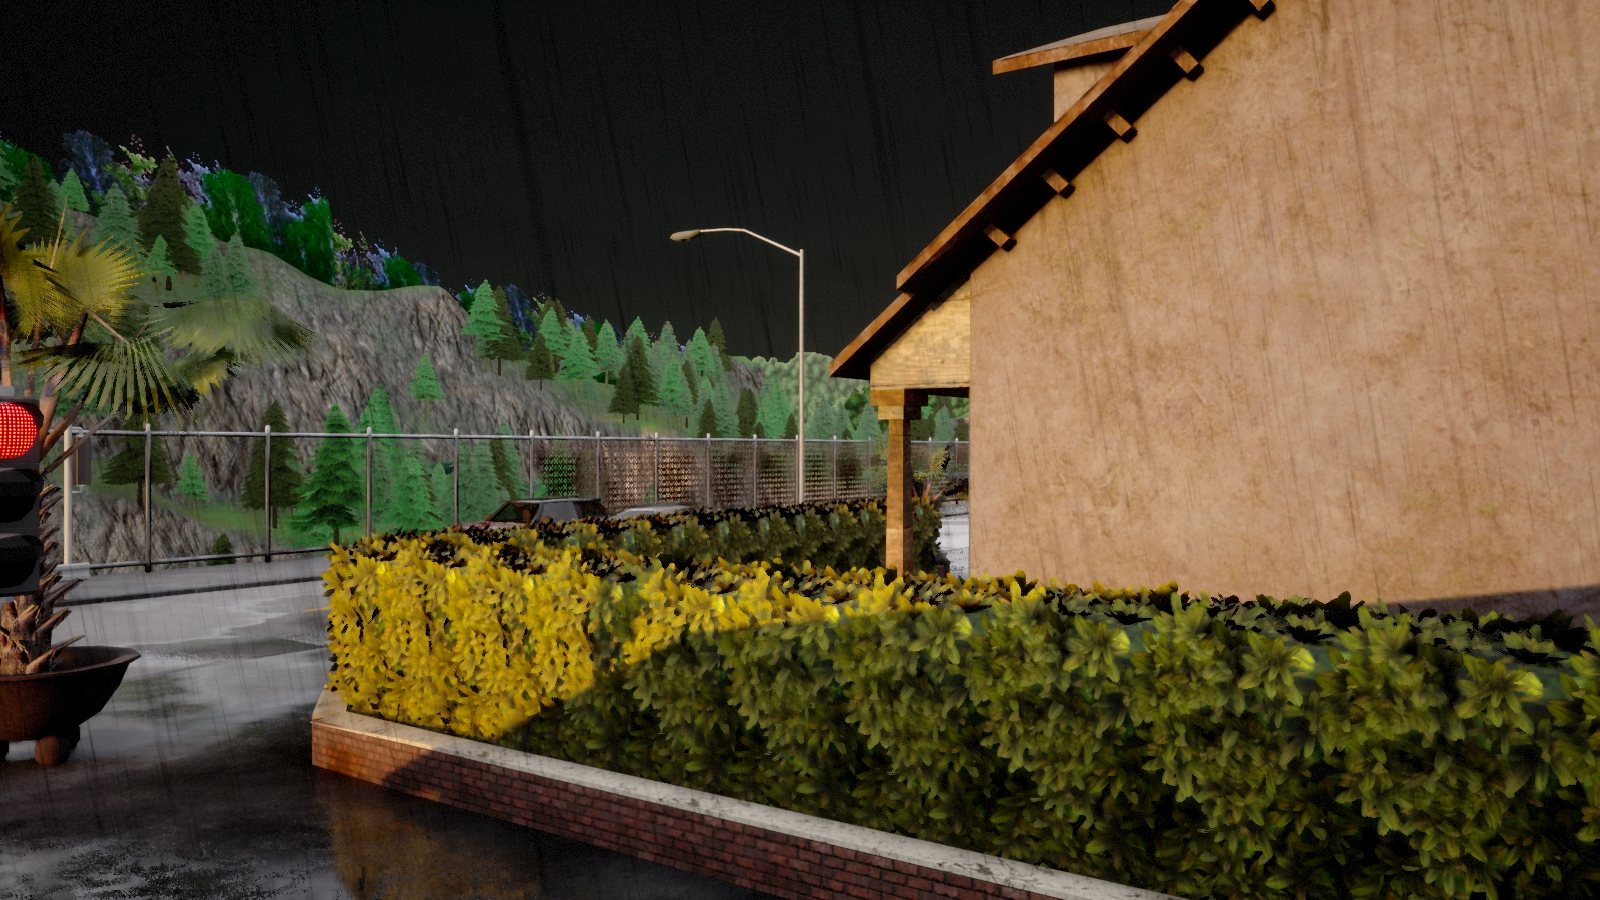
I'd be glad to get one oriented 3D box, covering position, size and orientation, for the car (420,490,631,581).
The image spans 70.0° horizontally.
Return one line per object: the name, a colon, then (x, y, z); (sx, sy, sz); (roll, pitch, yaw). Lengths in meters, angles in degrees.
car: (-6.312, 1.906, 26.765); (2.097, 1.767, 4.553); (0, 0, 35)
